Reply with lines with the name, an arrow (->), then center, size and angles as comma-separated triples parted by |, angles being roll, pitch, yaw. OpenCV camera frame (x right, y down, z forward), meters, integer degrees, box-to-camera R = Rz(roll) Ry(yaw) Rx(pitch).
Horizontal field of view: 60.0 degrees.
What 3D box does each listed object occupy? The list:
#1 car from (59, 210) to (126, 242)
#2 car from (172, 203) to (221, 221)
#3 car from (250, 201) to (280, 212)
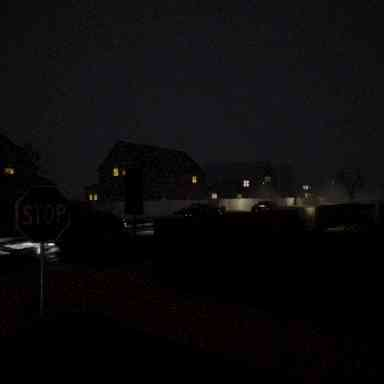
car -> -5.374, 1.635, 16.977 | 1.994, 1.385, 4.181 | 0, 0, 36
car -> 0.441, 1.623, 25.235 | 2.128, 1.511, 4.902 | 0, 0, 35
car -> 7.957, 1.720, 35.877 | 1.837, 1.490, 4.892 | 0, 0, 35
